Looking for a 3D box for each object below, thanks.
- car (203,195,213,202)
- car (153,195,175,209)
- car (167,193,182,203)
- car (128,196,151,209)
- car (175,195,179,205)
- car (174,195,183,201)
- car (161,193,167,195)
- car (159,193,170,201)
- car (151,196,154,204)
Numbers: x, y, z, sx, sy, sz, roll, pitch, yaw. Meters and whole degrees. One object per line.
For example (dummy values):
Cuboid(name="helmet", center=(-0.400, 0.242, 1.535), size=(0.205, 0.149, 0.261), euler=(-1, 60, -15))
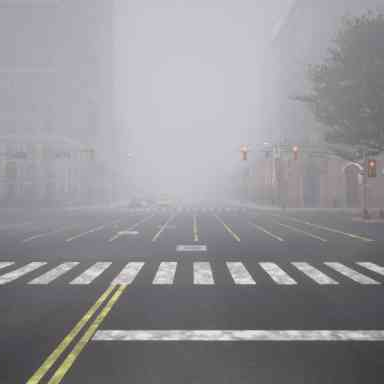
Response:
Cuboid(name="car", center=(3.523, 1.355, 75.354), size=(2.097, 1.767, 4.553), euler=(0, 0, 1))
Cuboid(name="car", center=(-3.671, 1.477, 44.517), size=(1.882, 1.535, 5.008), euler=(0, 0, 0))
Cuboid(name="car", center=(-3.532, 1.354, 69.229), size=(2.097, 1.767, 4.553), euler=(0, 0, 1))
Cuboid(name="car", center=(-7.284, 1.506, 45.165), size=(1.837, 1.490, 4.892), euler=(0, 0, 3))
Cuboid(name="car", center=(-3.671, 1.601, 58.098), size=(1.895, 1.301, 4.718), euler=(0, 0, -1))
Cuboid(name="car", center=(-3.408, 1.525, 83.415), size=(2.128, 1.511, 4.902), euler=(0, 0, 1))
Cuboid(name="car", center=(-7.031, 1.355, 69.360), size=(2.097, 1.767, 4.553), euler=(0, 0, 1))
Cuboid(name="car", center=(-6.901, 1.202, 84.147), size=(2.150, 2.045, 5.566), euler=(0, 0, 1))
Cuboid(name="car", center=(-7.169, 1.478, 58.203), size=(1.882, 1.535, 5.008), euler=(0, 0, 0))
